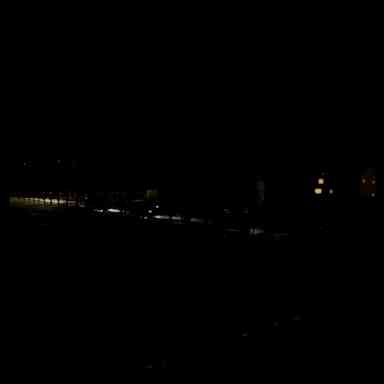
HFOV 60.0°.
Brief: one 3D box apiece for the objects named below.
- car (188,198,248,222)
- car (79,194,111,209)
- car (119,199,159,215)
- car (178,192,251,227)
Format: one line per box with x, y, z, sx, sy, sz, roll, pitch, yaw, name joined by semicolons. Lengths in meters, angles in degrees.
1.901;1.319;25.925;1.882;1.535;5.008;1;0;-36;car
-10.975;1.114;38.503;2.128;1.511;4.902;1;0;-36;car
-4.859;1.332;30.130;1.895;1.301;4.718;1;0;-36;car
1.298;1.062;21.729;2.150;2.045;5.566;1;0;-36;car
